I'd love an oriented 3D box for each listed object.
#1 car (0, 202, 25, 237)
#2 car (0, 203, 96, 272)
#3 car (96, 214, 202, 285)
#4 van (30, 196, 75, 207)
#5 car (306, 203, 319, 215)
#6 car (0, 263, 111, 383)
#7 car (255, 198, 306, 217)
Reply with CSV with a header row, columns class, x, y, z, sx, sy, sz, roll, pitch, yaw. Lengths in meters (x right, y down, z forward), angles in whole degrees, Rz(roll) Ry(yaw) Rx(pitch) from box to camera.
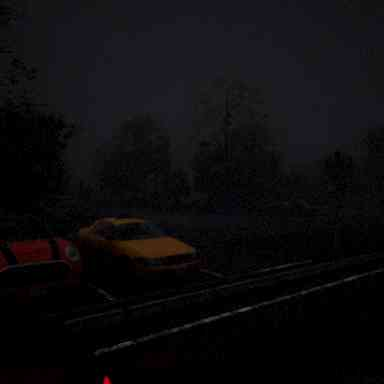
class,x,y,z,sx,sy,sz,roll,pitch,yaw
car,-10.988,1.459,18.759,1.946,1.575,5.366,0,0,-36
car,-4.319,1.337,8.251,2.185,1.767,4.553,0,0,-36
car,-1.829,1.445,9.790,1.946,1.575,5.366,0,0,-36
van,-8.550,1.222,20.155,1.878,1.987,4.442,0,0,-36
car,10.772,1.469,34.336,2.185,1.767,4.553,1,0,-36
car,-2.561,1.575,1.850,4.181,1.385,1.994,-1,0,-36
car,8.231,1.598,32.436,2.002,1.452,4.674,1,-1,-36
